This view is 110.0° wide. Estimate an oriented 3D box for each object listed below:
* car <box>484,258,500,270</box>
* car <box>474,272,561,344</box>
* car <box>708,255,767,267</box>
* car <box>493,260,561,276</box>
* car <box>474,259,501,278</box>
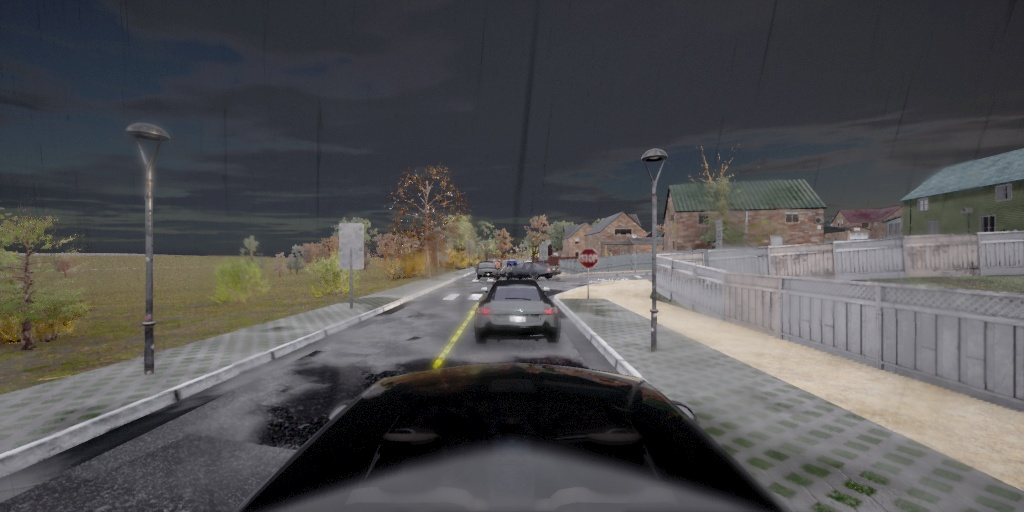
[{"bbox_3d":[-2.858,1.122,51.995,2.097,1.767,4.553,0,0,1],"label":"car"},{"bbox_3d":[0.100,1.313,9.630,1.994,1.385,4.181,0,0,-1],"label":"car"},{"bbox_3d":[14.888,0.384,22.912,4.181,1.385,1.994,-3,0,14],"label":"car"},{"bbox_3d":[1.326,1.203,28.644,5.357,1.411,2.033,-5,-3,43],"label":"car"},{"bbox_3d":[-2.259,1.257,31.554,1.837,1.490,4.892,0,0,-8],"label":"car"}]
